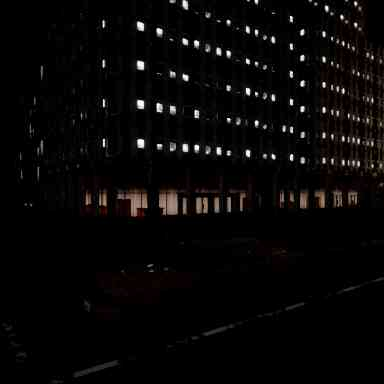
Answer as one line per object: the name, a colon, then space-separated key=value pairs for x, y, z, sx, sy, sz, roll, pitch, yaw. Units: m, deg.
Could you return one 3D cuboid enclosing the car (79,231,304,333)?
car: x=0.275 y=1.525 z=6.757 sx=4.829 sy=1.417 sz=1.752 roll=0 pitch=0 yaw=-36
